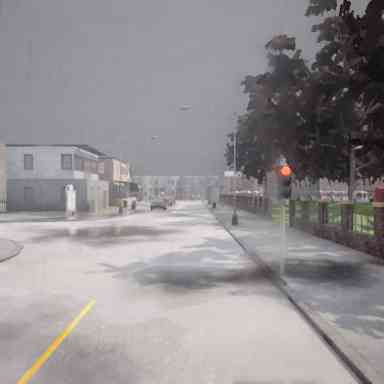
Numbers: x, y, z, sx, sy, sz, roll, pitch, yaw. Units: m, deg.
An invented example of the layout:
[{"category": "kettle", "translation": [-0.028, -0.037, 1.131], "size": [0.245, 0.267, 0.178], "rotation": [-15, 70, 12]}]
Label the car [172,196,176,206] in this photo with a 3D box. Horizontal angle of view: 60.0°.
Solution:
[{"category": "car", "translation": [-4.070, 1.352, 52.043], "size": [2.097, 1.767, 4.553], "rotation": [0, 0, 0]}]

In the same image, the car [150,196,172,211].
[{"category": "car", "translation": [-4.081, 1.547, 41.941], "size": [2.033, 1.411, 5.357], "rotation": [0, 0, 0]}]

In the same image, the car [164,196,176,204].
[{"category": "car", "translation": [-4.036, 1.526, 62.259], "size": [1.812, 1.442, 4.674], "rotation": [0, 0, 1]}]
